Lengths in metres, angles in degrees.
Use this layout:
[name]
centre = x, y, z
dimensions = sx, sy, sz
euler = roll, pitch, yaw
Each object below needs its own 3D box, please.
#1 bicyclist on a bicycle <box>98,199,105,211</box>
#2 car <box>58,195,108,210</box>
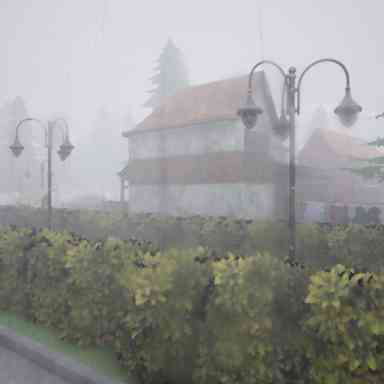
[bicyclist on a bicycle]
centre = -7.842, 1.444, 29.529
dimensions = 1.656, 1.620, 0.582
euler = 0, 0, 36
[car]
centre = -11.871, 1.359, 36.712
dimensions = 2.150, 2.045, 5.566
euler = 0, 0, 36
